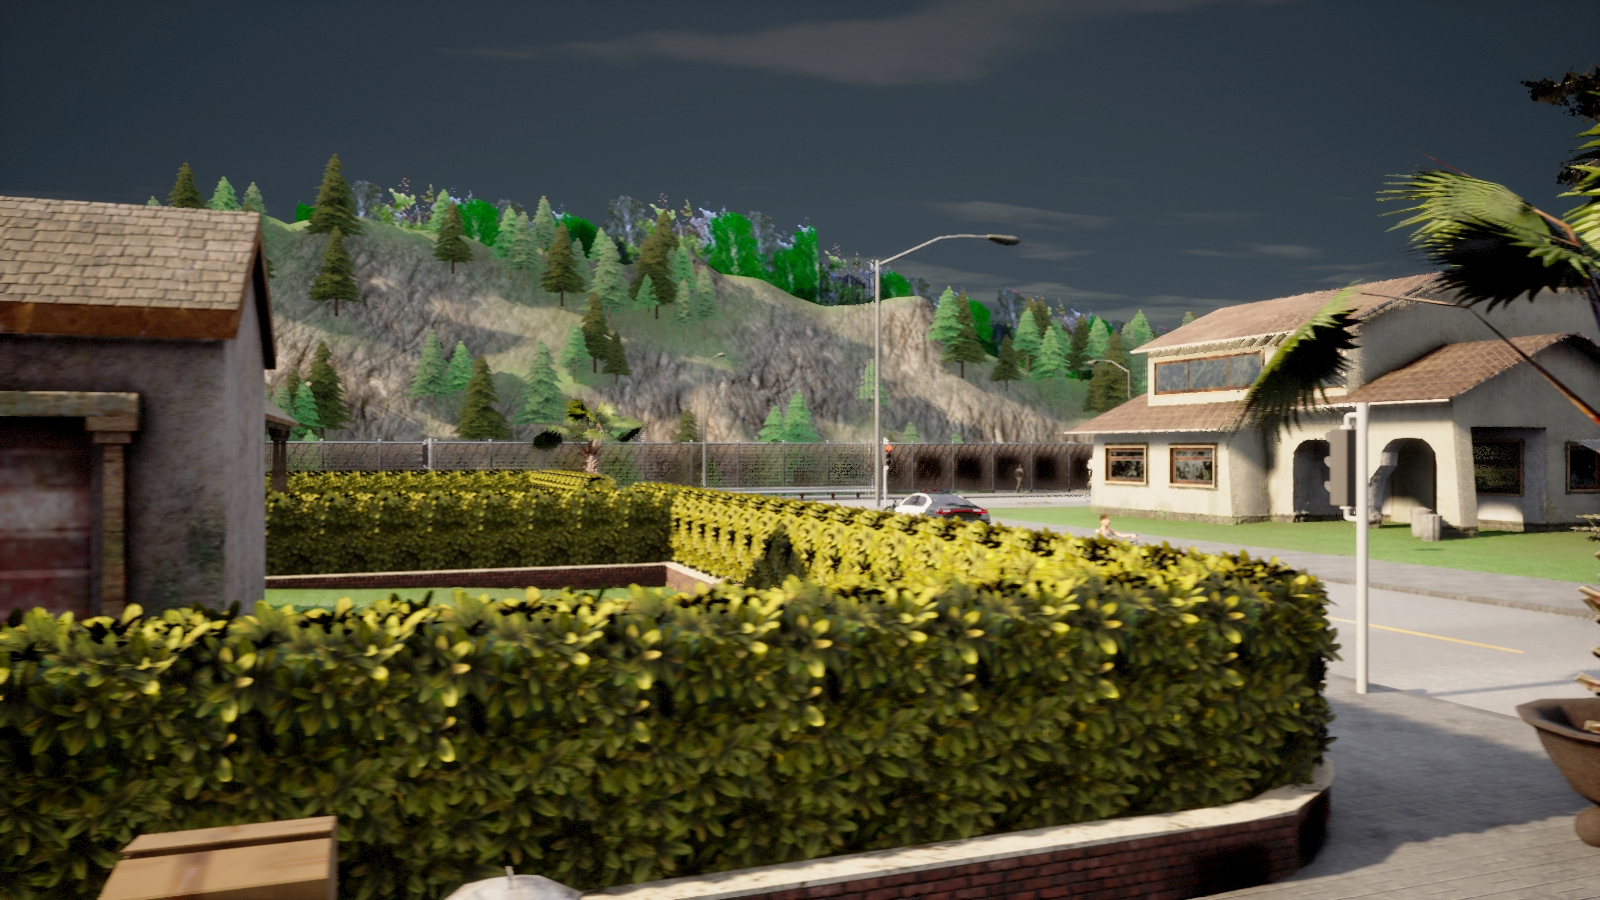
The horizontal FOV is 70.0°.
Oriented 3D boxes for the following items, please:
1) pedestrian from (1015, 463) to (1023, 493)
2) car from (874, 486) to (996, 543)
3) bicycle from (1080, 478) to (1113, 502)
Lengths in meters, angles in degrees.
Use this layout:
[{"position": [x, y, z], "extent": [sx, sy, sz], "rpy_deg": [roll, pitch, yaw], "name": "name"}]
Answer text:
[{"position": [13.565, 1.744, 70.808], "extent": [0.375, 1.860, 0.375], "rpy_deg": [0, 0, -28], "name": "pedestrian"}, {"position": [4.278, 2.037, 37.224], "extent": [2.038, 1.542, 4.974], "rpy_deg": [0, 0, -18], "name": "car"}, {"position": [16.204, 2.158, 62.422], "extent": [1.487, 1.276, 0.859], "rpy_deg": [0, 0, -20], "name": "bicycle"}]
